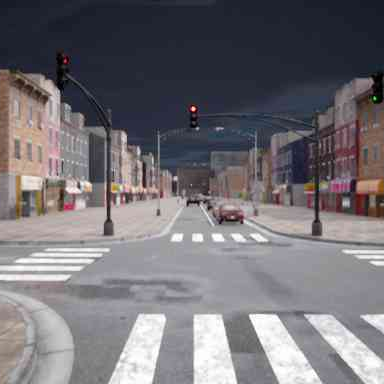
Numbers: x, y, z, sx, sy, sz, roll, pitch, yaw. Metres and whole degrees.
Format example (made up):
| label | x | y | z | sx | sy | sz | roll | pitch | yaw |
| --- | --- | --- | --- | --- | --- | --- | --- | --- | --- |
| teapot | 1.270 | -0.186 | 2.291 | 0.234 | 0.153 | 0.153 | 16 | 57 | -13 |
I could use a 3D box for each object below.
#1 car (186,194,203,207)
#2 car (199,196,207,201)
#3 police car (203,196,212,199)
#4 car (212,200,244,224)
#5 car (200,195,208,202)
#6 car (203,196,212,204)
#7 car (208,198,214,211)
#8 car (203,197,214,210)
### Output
| label | x | y | z | sx | sy | sz | roll | pitch | yaw |
| --- | --- | --- | --- | --- | --- | --- | --- | --- | --- |
| car | 0.209 | 1.288 | 54.321 | 2.150 | 2.045 | 5.566 | 0 | 0 | 1 |
| car | 2.890 | 1.765 | 86.837 | 1.802 | 1.307 | 4.206 | 0 | 0 | 0 |
| police car | 3.192 | 1.520 | 62.641 | 1.930 | 1.638 | 5.238 | 0 | 0 | 0 |
| car | 2.710 | 1.551 | 24.361 | 1.887 | 1.381 | 4.507 | 0 | 0 | 0 |
| car | 2.874 | 1.601 | 81.157 | 1.967 | 1.590 | 4.097 | 0 | 0 | 0 |
| car | 3.226 | 1.645 | 69.530 | 1.812 | 1.442 | 4.674 | 0 | 0 | 0 |
| car | 2.727 | 1.538 | 30.211 | 1.752 | 1.417 | 4.829 | 0 | 0 | 0 |
| car | 2.759 | 1.598 | 41.400 | 1.947 | 1.339 | 4.313 | 0 | 0 | 0 |
